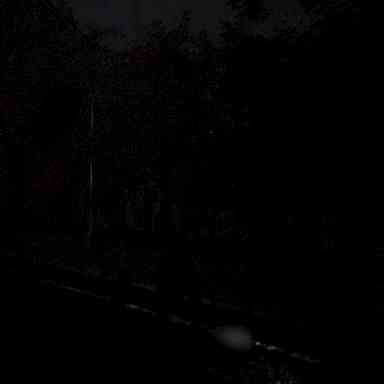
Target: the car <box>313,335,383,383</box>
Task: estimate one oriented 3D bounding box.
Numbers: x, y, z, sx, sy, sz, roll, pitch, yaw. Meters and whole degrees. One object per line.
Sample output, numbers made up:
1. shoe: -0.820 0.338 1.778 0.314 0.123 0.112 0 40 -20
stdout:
1. car: 2.733 1.578 1.736 4.181 1.385 1.994 1 0 36
